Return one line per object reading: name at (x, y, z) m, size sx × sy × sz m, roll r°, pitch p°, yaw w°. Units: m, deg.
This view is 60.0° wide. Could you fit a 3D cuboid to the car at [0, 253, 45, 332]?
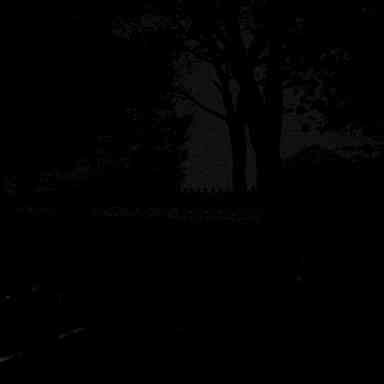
car at (-4.298, 1.652, 5.955) m, size 4.206 × 1.307 × 1.802 m, roll -1°, pitch 0°, yaw 35°
